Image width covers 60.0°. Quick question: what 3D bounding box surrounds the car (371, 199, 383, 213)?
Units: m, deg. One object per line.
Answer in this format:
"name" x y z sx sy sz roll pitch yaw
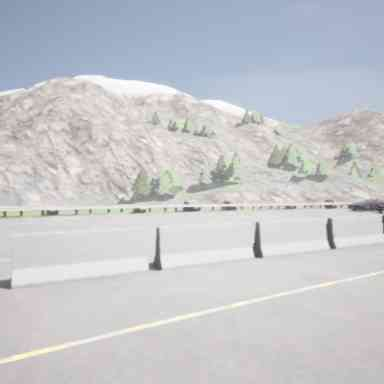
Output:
"car" 21.532 1.567 34.785 4.718 1.301 1.895 0 0 -22

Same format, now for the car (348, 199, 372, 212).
"car" 20.533 1.487 38.156 5.357 1.411 2.033 0 0 -22
